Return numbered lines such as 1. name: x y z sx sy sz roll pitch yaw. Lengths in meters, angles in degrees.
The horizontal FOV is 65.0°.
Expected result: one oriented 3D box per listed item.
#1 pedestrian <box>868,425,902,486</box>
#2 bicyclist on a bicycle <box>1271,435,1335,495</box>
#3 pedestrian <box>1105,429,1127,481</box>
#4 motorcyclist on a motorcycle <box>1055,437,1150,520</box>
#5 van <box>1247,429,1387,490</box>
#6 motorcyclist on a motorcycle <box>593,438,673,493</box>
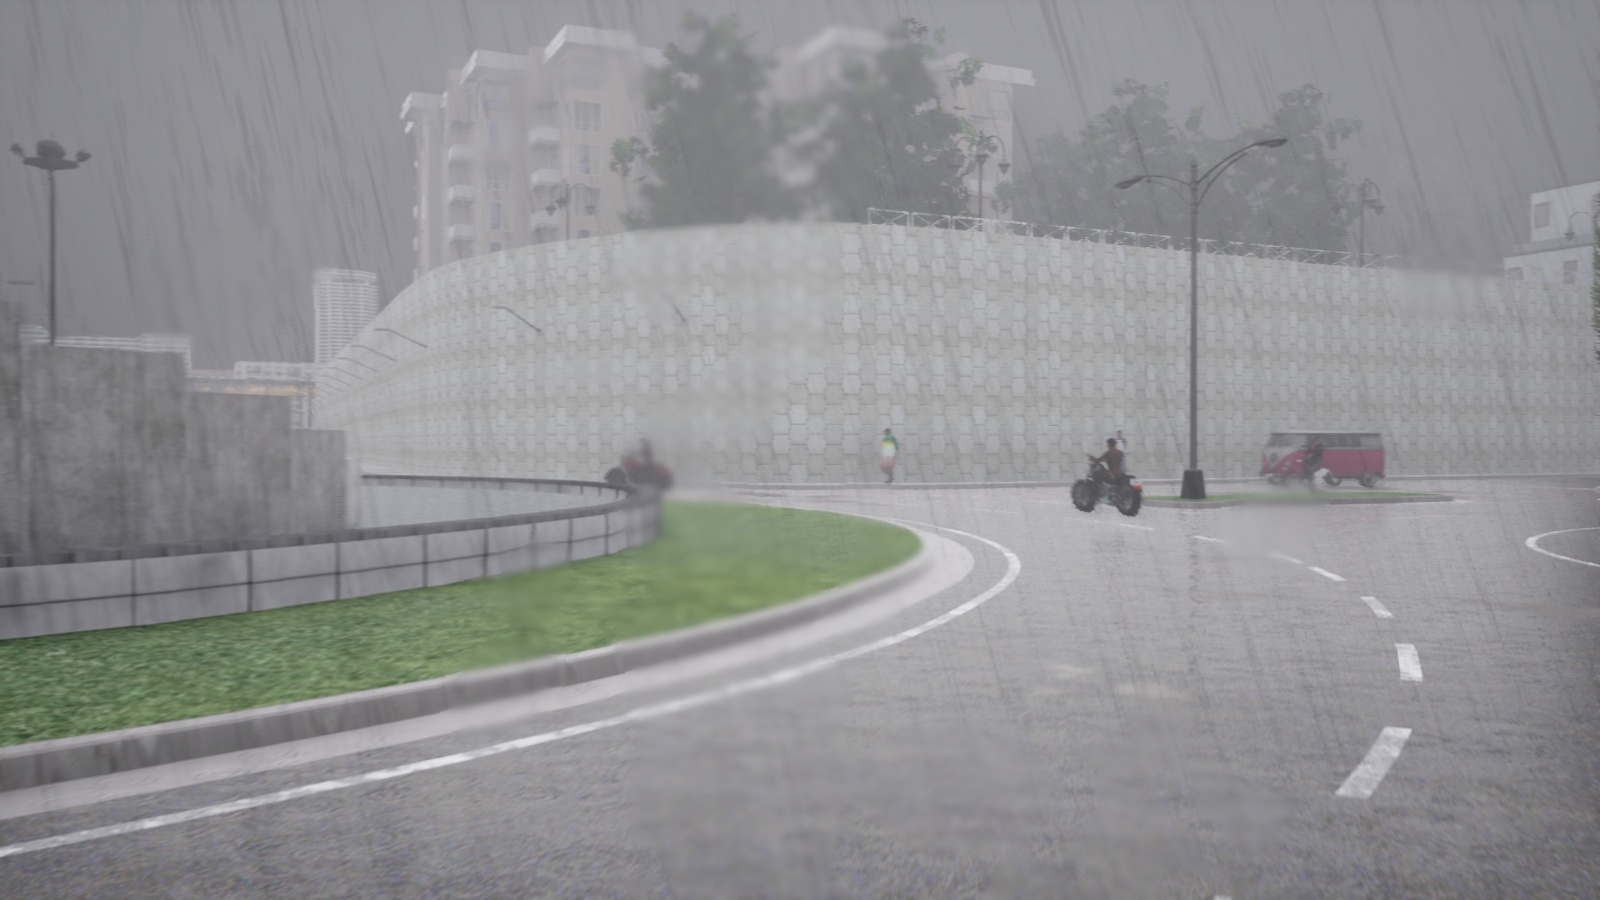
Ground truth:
1. pedestrian: 2.768 0.177 40.803 0.873 1.952 0.659 0 0 -27
2. bicyclist on a bicycle: 14.977 0.442 37.362 1.843 1.776 0.659 0 0 -24
3. pedestrian: 11.288 0.174 44.896 0.706 1.836 0.354 0 0 -28
4. motorcyclist on a motorcycle: 6.314 0.563 26.346 0.766 1.649 2.350 0 0 -20
5. van: 17.408 0.302 42.287 4.442 1.987 1.775 0 0 -24
6. motorcyclist on a motorcycle: -5.125 0.466 38.468 2.350 1.649 0.766 0 0 22
